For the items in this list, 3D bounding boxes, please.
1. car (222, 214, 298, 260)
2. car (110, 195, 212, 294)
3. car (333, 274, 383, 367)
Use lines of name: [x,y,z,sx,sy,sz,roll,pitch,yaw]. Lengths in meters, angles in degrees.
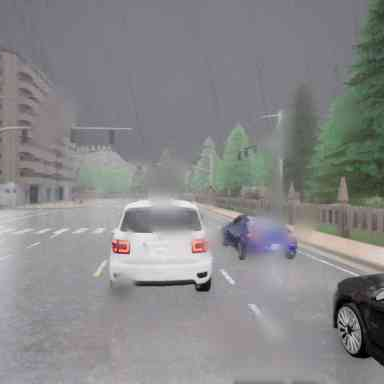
car: [2.342,1.526,12.363,1.812,1.442,4.674,0,0,-6]
car: [-0.802,1.221,9.003,2.150,2.045,5.566,0,0,-5]
car: [3.120,1.492,3.135,2.128,1.511,4.902,0,0,-3]
